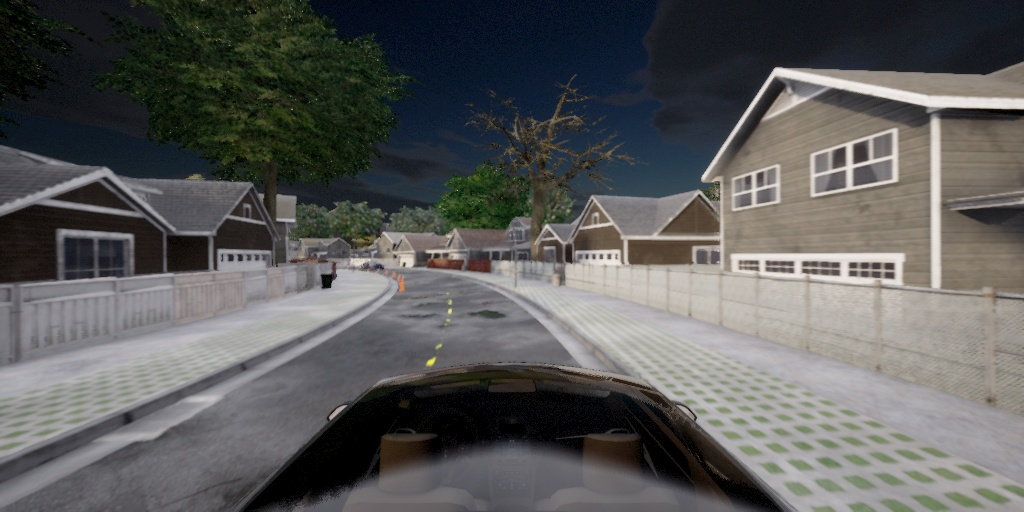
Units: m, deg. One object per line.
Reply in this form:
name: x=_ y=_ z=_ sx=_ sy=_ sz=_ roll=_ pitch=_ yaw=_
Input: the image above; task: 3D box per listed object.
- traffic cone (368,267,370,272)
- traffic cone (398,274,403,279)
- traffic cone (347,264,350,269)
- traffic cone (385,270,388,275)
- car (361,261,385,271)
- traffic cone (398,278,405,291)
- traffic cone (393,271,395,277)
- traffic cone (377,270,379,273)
traffic cone: x=-18.765 y=1.790 z=46.921 sx=0.340 sy=0.580 sz=0.340 roll=0 pitch=0 yaw=-36
traffic cone: x=-7.747 y=1.739 z=25.447 sx=0.340 sy=0.580 sz=0.340 roll=0 pitch=0 yaw=-18
traffic cone: x=-24.938 y=1.823 z=54.388 sx=0.340 sy=0.580 sz=0.340 roll=0 pitch=0 yaw=-43
traffic cone: x=-13.563 y=1.763 z=38.750 sx=0.340 sy=0.580 sz=0.340 roll=0 pitch=0 yaw=-29
car: x=-20.135 y=1.382 z=51.803 sx=2.033 sy=1.411 sz=5.357 roll=-1 pitch=0 yaw=-39
traffic cone: x=-6.369 y=1.736 z=20.800 sx=0.340 sy=0.580 sz=0.340 roll=0 pitch=0 yaw=-15
traffic cone: x=-11.351 y=1.753 z=34.439 sx=0.340 sy=0.580 sz=0.340 roll=0 pitch=0 yaw=-25
traffic cone: x=-16.038 y=1.775 z=42.917 sx=0.340 sy=0.580 sz=0.340 roll=0 pitch=0 yaw=-32
